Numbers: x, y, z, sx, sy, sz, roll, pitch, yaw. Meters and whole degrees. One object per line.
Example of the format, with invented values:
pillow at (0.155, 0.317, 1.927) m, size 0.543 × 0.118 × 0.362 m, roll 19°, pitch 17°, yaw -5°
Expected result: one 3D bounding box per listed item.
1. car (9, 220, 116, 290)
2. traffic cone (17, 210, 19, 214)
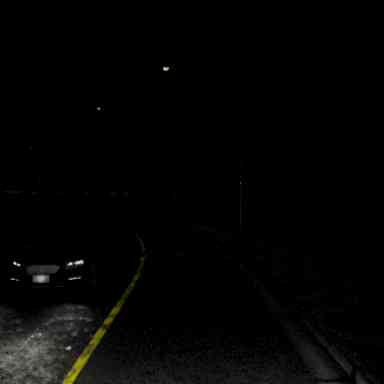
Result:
car at (-3.369, 1.602, 9.493) m, size 2.128 × 1.511 × 4.902 m, roll 0°, pitch -1°, yaw -4°
traffic cone at (-19.717, 2.276, 37.611) m, size 0.340 × 0.580 × 0.340 m, roll 1°, pitch 0°, yaw 35°
